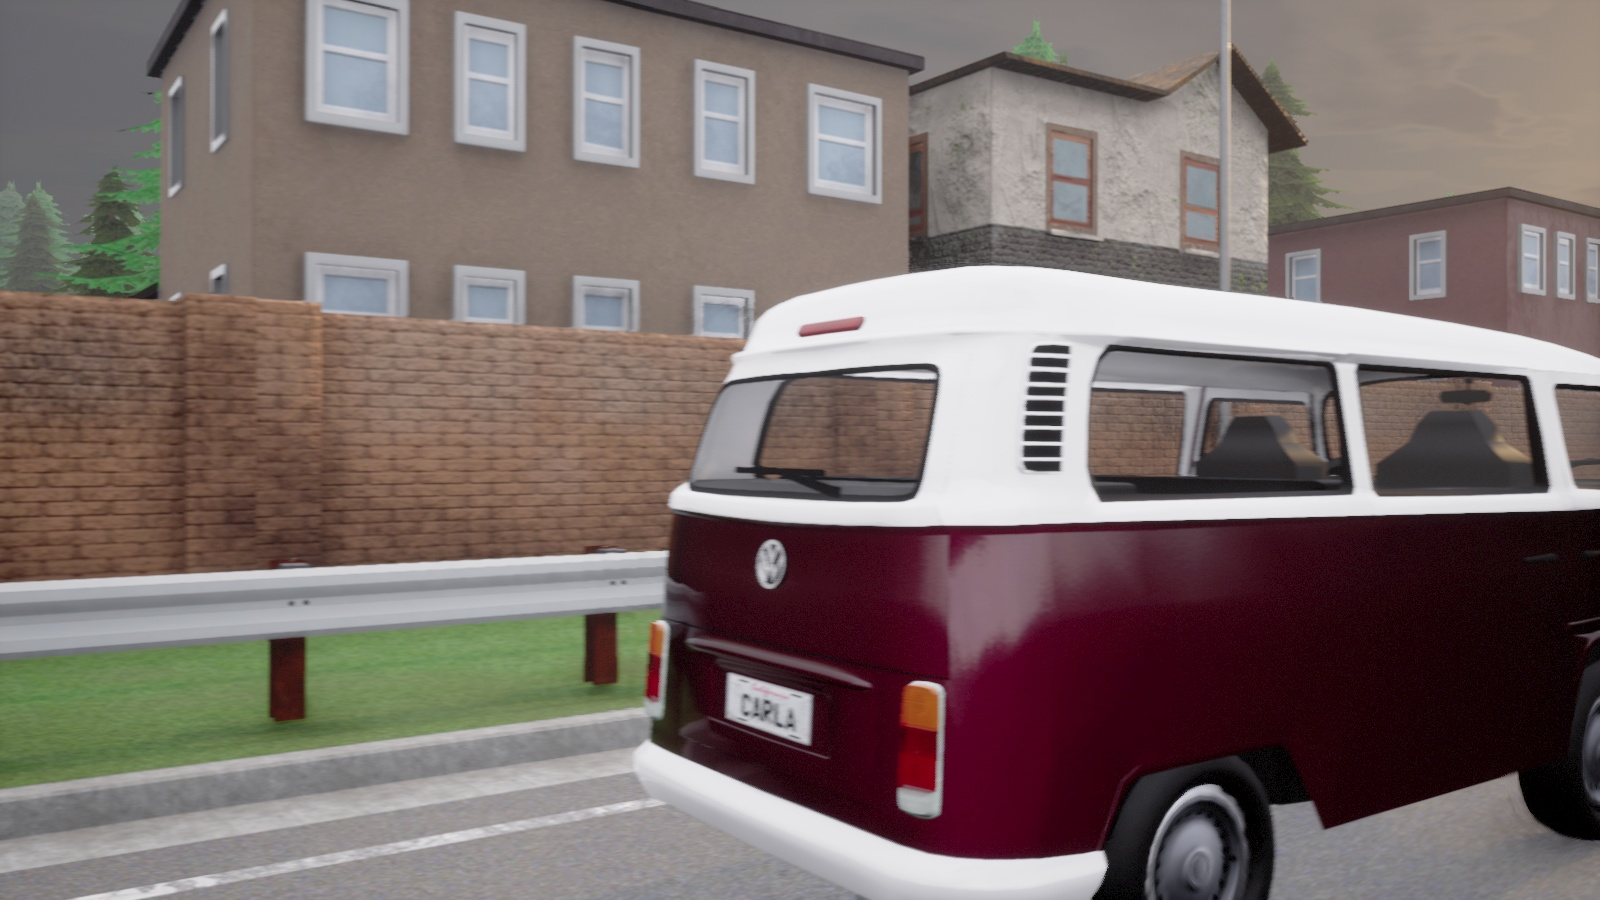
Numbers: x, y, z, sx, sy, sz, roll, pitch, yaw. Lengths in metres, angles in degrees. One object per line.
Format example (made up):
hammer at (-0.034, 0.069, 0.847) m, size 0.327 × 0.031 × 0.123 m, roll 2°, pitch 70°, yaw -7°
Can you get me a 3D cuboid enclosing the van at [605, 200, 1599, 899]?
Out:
van at (1.742, 0.476, 4.872) m, size 4.480 × 2.038 × 2.069 m, roll 0°, pitch 0°, yaw -35°
